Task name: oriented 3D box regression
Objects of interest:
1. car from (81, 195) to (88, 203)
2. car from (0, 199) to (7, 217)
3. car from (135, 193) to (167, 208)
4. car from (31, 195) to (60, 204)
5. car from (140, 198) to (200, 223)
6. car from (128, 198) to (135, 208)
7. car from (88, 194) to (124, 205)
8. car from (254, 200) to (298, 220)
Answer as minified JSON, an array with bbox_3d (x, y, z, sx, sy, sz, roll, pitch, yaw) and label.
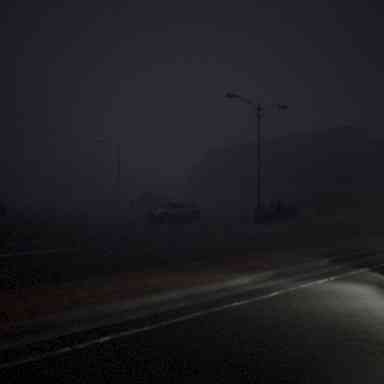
[{"bbox_3d":[-17.455,1.229,58.597,3.806,1.475,1.970,0,0,-35],"label":"car"},{"bbox_3d":[-17.277,1.324,27.304,3.633,1.501,1.845,0,0,-35],"label":"car"},{"bbox_3d":[-4.159,1.090,40.907,4.605,1.855,1.932,0,0,-35],"label":"car"},{"bbox_3d":[-25.330,1.300,57.551,4.514,1.523,2.007,0,0,-35],"label":"car"},{"bbox_3d":[-1.393,1.379,23.792,3.806,1.475,1.970,0,0,-35],"label":"car"},{"bbox_3d":[-6.164,1.070,43.050,3.866,1.878,1.905,0,0,-35],"label":"car"},{"bbox_3d":[-13.507,1.149,53.527,5.027,1.636,2.152,0,0,-35],"label":"car"},{"bbox_3d":[6.395,1.363,25.610,3.633,1.501,1.845,0,0,-35],"label":"car"}]
